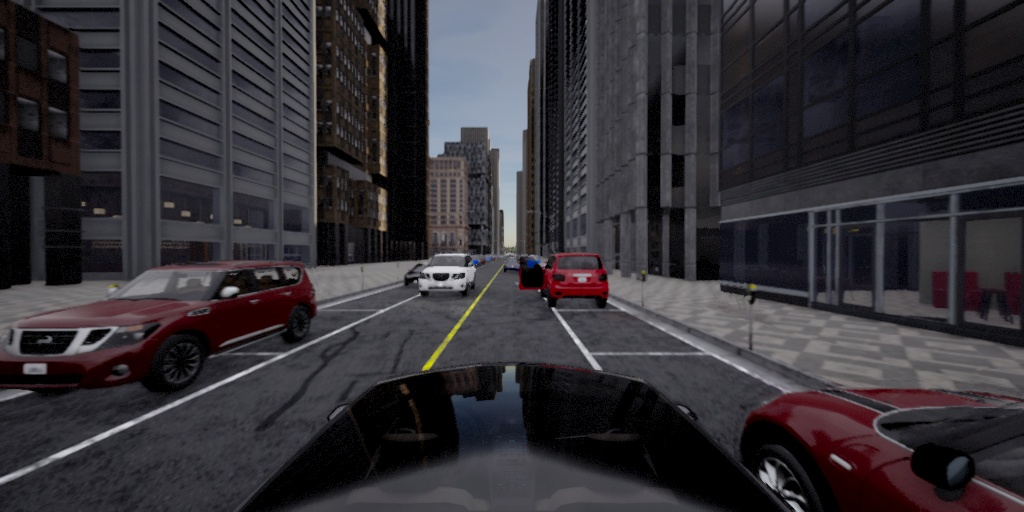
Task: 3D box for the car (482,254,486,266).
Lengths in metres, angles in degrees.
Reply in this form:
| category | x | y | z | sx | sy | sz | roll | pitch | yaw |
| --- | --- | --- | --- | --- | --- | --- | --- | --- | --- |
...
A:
| category | x | y | z | sx | sy | sz | roll | pitch | yaw |
| --- | --- | --- | --- | --- | --- | --- | --- | --- | --- |
| car | -5.768 | 0.800 | 57.618 | 1.967 | 1.591 | 4.097 | 0 | 0 | 0 |

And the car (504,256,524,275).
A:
| category | x | y | z | sx | sy | sz | roll | pitch | yaw |
| --- | --- | --- | --- | --- | --- | --- | --- | --- | --- |
| car | 0.063 | 1.045 | 40.493 | 1.994 | 1.385 | 4.181 | 0 | 0 | 0 |

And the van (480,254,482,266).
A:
| category | x | y | z | sx | sy | sz | roll | pitch | yaw |
| --- | --- | --- | --- | --- | --- | --- | --- | --- | --- |
| van | -5.767 | 0.741 | 51.977 | 1.690 | 1.789 | 3.998 | 0 | 0 | 0 |

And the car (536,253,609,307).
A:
| category | x | y | z | sx | sy | sz | roll | pitch | yaw |
| --- | --- | --- | --- | --- | --- | --- | --- | --- | --- |
| car | 2.394 | 0.879 | 14.908 | 2.150 | 2.045 | 5.566 | 0 | 0 | 0 |

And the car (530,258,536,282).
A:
| category | x | y | z | sx | sy | sz | roll | pitch | yaw |
| --- | --- | --- | --- | --- | --- | --- | --- | --- | --- |
| car | 2.760 | 1.103 | 29.421 | 1.888 | 1.381 | 4.507 | 0 | 0 | 0 |

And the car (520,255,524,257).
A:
| category | x | y | z | sx | sy | sz | roll | pitch | yaw |
| --- | --- | --- | --- | --- | --- | --- | --- | --- | --- |
| car | 2.757 | 0.903 | 63.264 | 1.802 | 1.307 | 4.207 | 0 | 0 | 0 |

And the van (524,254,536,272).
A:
| category | x | y | z | sx | sy | sz | roll | pitch | yaw |
| --- | --- | --- | --- | --- | --- | --- | --- | --- | --- |
| van | 2.759 | 0.780 | 46.342 | 1.690 | 1.789 | 3.998 | 0 | 0 | 0 |

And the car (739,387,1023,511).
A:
| category | x | y | z | sx | sy | sz | roll | pitch | yaw |
| --- | --- | --- | --- | --- | --- | --- | --- | --- | --- |
| car | 2.762 | 1.193 | 1.218 | 1.967 | 1.591 | 4.097 | 0 | 0 | 0 |

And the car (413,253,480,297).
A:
| category | x | y | z | sx | sy | sz | roll | pitch | yaw |
| --- | --- | --- | --- | --- | --- | --- | --- | --- | --- |
| car | -3.099 | 0.855 | 18.293 | 2.150 | 2.045 | 5.566 | 0 | 1 | 0 |

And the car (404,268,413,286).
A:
| category | x | y | z | sx | sy | sz | roll | pitch | yaw |
| --- | --- | --- | --- | --- | --- | --- | --- | --- | --- |
| car | -5.765 | 1.162 | 23.775 | 1.948 | 1.339 | 4.313 | 0 | 0 | 0 |

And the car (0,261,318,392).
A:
| category | x | y | z | sx | sy | sz | roll | pitch | yaw |
| --- | --- | --- | --- | --- | --- | --- | --- | --- | --- |
| car | -5.763 | 1.029 | 6.853 | 2.192 | 1.841 | 5.009 | 0 | 0 | 0 |

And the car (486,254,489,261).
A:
| category | x | y | z | sx | sy | sz | roll | pitch | yaw |
| --- | --- | --- | --- | --- | --- | --- | --- | --- | --- |
| car | -5.768 | 0.636 | 63.260 | 2.192 | 1.841 | 5.009 | 0 | 0 | 0 |
